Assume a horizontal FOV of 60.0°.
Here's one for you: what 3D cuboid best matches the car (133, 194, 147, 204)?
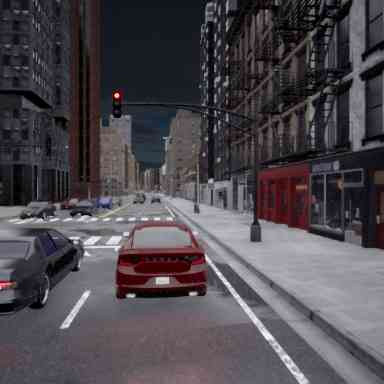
[{"bbox_3d":[-10.159,1.625,63.694,1.895,1.301,4.718,0,0,-6],"label":"car"}]

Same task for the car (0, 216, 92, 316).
[{"bbox_3d":[-3.901,1.547,7.702,2.033,1.411,5.357,0,0,-6],"label":"car"}]

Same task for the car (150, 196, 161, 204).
[{"bbox_3d":[-7.052,1.529,65.168,1.837,1.490,4.892,0,0,-6],"label":"car"}]

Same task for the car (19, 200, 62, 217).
[{"bbox_3d":[-12.938,1.510,28.259,1.837,1.490,4.892,0,0,-6],"label":"car"}]

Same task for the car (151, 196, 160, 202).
[{"bbox_3d":[-8.304,1.568,75.472,2.033,1.411,5.357,0,0,-6],"label":"car"}]

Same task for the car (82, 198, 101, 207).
[{"bbox_3d":[-15.526,1.619,51.606,1.895,1.301,4.718,0,0,-6],"label":"car"}]

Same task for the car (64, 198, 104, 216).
[{"bbox_3d":[-10.001,1.555,31.249,2.033,1.411,5.357,0,0,-6],"label":"car"}]

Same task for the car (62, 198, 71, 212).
[{"bbox_3d":[-14.181,1.490,39.459,1.882,1.535,5.008,0,0,-6],"label":"car"}]

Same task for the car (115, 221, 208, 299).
[{"bbox_3d":[-0.794,1.477,8.569,1.882,1.535,5.008,0,0,-6],"label":"car"}]

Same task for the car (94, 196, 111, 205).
[{"bbox_3d":[-16.680,1.515,62.211,2.128,1.511,4.902,0,0,-6],"label":"car"}]

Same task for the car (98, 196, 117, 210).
[{"bbox_3d":[-11.270,1.491,42.703,1.882,1.535,5.008,0,0,-6],"label":"car"}]

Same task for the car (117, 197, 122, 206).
[{"bbox_3d":[-12.575,1.512,54.555,2.128,1.511,4.902,0,0,-6],"label":"car"}]
